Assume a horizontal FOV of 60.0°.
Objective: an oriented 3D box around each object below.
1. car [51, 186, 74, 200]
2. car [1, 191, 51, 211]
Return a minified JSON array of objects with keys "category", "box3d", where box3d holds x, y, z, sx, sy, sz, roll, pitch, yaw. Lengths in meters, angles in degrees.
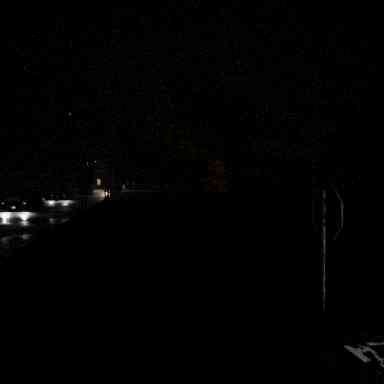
[{"category":"car","box3d":[-15.227,0.148,39.095,1.837,1.490,4.892,0,3,-9]},{"category":"car","box3d":[-13.062,0.630,26.097,2.033,1.411,5.357,0,2,-10]}]
